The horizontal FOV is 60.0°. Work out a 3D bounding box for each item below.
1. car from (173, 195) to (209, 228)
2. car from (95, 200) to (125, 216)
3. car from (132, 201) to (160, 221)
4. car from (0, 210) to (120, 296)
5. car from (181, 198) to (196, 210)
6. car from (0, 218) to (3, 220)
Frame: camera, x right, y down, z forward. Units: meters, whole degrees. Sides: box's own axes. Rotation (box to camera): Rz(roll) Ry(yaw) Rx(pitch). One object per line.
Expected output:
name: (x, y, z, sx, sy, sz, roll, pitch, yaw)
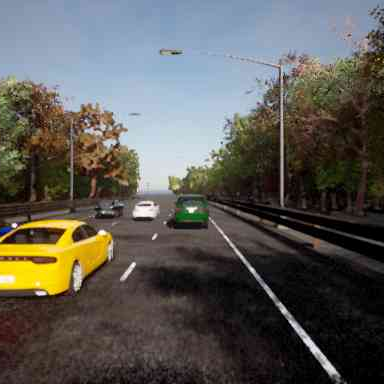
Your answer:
car: (-0.074, 1.185, 21.861, 2.150, 2.045, 5.566, 0, 0, -1)
car: (-7.209, 1.447, 29.445, 2.128, 1.511, 4.902, 0, 0, -1)
car: (-3.661, 1.483, 26.956, 1.812, 1.442, 4.674, 0, 0, -1)
car: (-3.437, 1.464, 8.640, 1.882, 1.535, 5.008, 0, 0, 0)
car: (-0.507, 1.476, 42.001, 1.812, 1.442, 4.674, 0, 0, -2)
car: (-6.952, 1.462, 10.631, 1.882, 1.535, 5.008, 0, 0, 0)
